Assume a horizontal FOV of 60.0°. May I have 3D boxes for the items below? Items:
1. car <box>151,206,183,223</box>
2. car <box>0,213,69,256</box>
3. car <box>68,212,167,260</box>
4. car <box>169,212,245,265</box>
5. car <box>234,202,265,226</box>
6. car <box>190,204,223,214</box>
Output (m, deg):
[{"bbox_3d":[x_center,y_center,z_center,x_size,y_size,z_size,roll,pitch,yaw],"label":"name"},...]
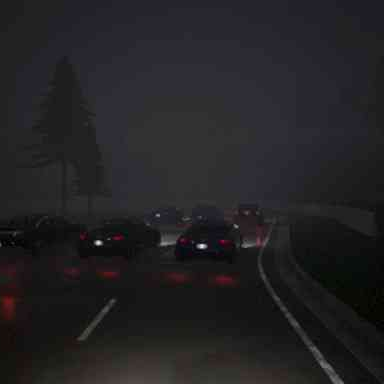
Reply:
[{"bbox_3d":[-2.135,1.827,28.150,1.994,1.385,4.181,0,0,16],"label":"car"},{"bbox_3d":[-6.110,1.619,13.779,2.128,1.511,4.902,0,0,13],"label":"car"},{"bbox_3d":[-2.684,1.686,13.061,1.994,1.385,4.181,0,-1,13],"label":"car"},{"bbox_3d":[0.744,1.681,12.341,1.994,1.385,4.181,0,-1,12],"label":"car"},{"bbox_3d":[4.540,1.596,26.006,2.097,1.767,4.553,0,-1,16],"label":"car"},{"bbox_3d":[1.285,1.734,27.346,1.882,1.535,5.008,0,0,16],"label":"car"}]
